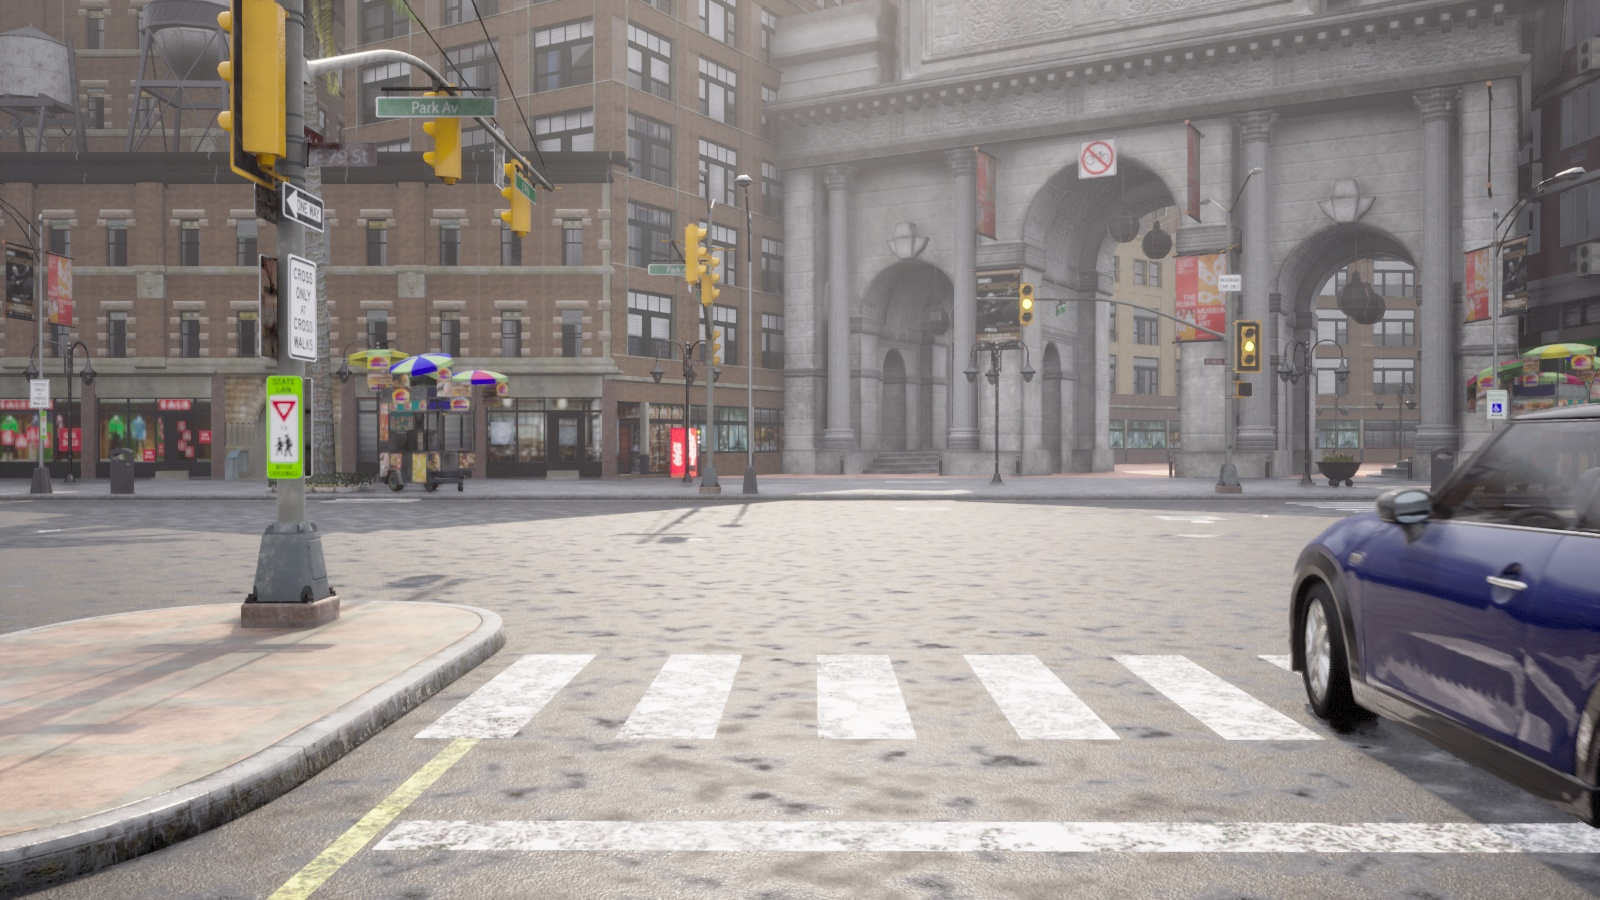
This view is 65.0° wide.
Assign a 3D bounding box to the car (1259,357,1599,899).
[{"bbox_3d":[3.708,0.578,5.338,2.097,1.767,4.553,0,0,4],"label":"car"}]
